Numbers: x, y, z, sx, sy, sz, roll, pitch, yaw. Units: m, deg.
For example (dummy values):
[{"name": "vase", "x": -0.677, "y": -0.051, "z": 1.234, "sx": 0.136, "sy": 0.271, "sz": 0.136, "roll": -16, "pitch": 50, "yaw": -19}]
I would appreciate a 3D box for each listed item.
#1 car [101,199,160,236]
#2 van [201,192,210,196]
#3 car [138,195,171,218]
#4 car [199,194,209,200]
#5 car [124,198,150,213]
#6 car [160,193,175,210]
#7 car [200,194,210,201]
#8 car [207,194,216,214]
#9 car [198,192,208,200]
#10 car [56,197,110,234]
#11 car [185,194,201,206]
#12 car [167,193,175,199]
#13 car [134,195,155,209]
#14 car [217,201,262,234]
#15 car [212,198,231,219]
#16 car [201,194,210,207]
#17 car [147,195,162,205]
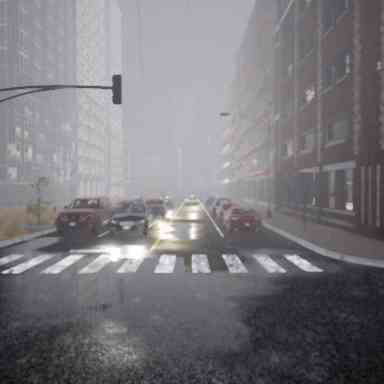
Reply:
[{"name": "car", "x": -3.106, "y": 1.379, "z": 17.881, "sx": 2.128, "sy": 1.511, "sz": 4.902, "roll": 0, "pitch": 0, "yaw": -2}, {"name": "van", "x": 2.671, "y": 0.972, "z": 62.614, "sx": 1.690, "sy": 1.788, "sz": 3.998, "roll": 0, "pitch": 0, "yaw": 0}, {"name": "car", "x": -3.089, "y": 1.302, "z": 28.164, "sx": 1.882, "sy": 1.535, "sz": 5.008, "roll": 0, "pitch": 0, "yaw": 0}, {"name": "car", "x": 2.669, "y": 1.123, "z": 73.670, "sx": 2.008, "sy": 1.369, "sz": 4.403, "roll": 0, "pitch": 0, "yaw": 0}, {"name": "car", "x": -5.703, "y": 1.350, "z": 34.977, "sx": 1.947, "sy": 1.339, "sz": 4.313, "roll": 0, "pitch": 0, "yaw": 0}, {"name": "car", "x": -3.094, "y": 1.249, "z": 39.457, "sx": 2.128, "sy": 1.511, "sz": 4.902, "roll": 0, "pitch": 0, "yaw": 0}, {"name": "car", "x": 2.671, "y": 1.146, "z": 68.143, "sx": 1.887, "sy": 1.381, "sz": 4.507, "roll": 0, "pitch": 0, "yaw": 0}, {"name": "car", "x": 2.678, "y": 1.256, "z": 29.449, "sx": 1.967, "sy": 1.590, "sz": 4.097, "roll": 0, "pitch": 0, "yaw": 0}, {"name": "car", "x": 2.666, "y": 0.859, "z": 79.197, "sx": 2.192, "sy": 1.841, "sz": 5.009, "roll": 0, "pitch": 0, "yaw": 0}, {"name": "car", "x": -5.701, "y": 1.199, "z": 18.393, "sx": 2.192, "sy": 1.841, "sz": 5.009, "roll": 0, "pitch": 0, "yaw": 0}, {"name": "car", "x": -0.012, "y": 1.307, "z": 48.725, "sx": 1.895, "sy": 1.301, "sz": 4.718, "roll": 0, "pitch": 0, "yaw": 0}, {"name": "car", "x": -5.715, "y": 1.072, "z": 90.252, "sx": 1.802, "sy": 1.307, "sz": 4.206, "roll": 0, "pitch": 0, "yaw": 0}, {"name": "car", "x": -5.705, "y": 1.192, "z": 40.504, "sx": 1.967, "sy": 1.590, "sz": 4.097, "roll": 0, "pitch": 0, "yaw": 0}, {"name": "car", "x": 2.681, "y": 1.428, "z": 18.395, "sx": 1.887, "sy": 1.381, "sz": 4.507, "roll": 0, "pitch": 0, "yaw": 0}, {"name": "car", "x": 2.679, "y": 1.394, "z": 23.922, "sx": 1.887, "sy": 1.381, "sz": 4.507, "roll": 0, "pitch": 0, "yaw": 0}, {"name": "car", "x": 2.675, "y": 1.287, "z": 46.033, "sx": 1.947, "sy": 1.339, "sz": 4.313, "roll": 0, "pitch": 0, "yaw": 0}, {"name": "car", "x": -5.707, "y": 1.217, "z": 51.389, "sx": 1.752, "sy": 1.417, "sz": 4.829, "roll": 0, "pitch": 0, "yaw": 0}]
